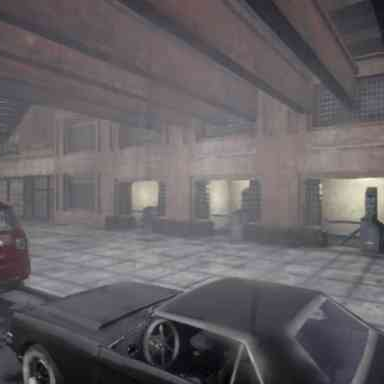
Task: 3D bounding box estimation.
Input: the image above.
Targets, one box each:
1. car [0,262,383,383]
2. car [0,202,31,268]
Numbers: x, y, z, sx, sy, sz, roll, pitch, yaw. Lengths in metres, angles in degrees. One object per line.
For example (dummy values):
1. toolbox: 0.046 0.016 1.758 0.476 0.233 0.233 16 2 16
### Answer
1. car: 0.179 1.589 3.308 4.718 1.301 1.895 0 0 34
2. car: -5.918 1.191 7.493 5.566 2.045 2.435 0 0 34
